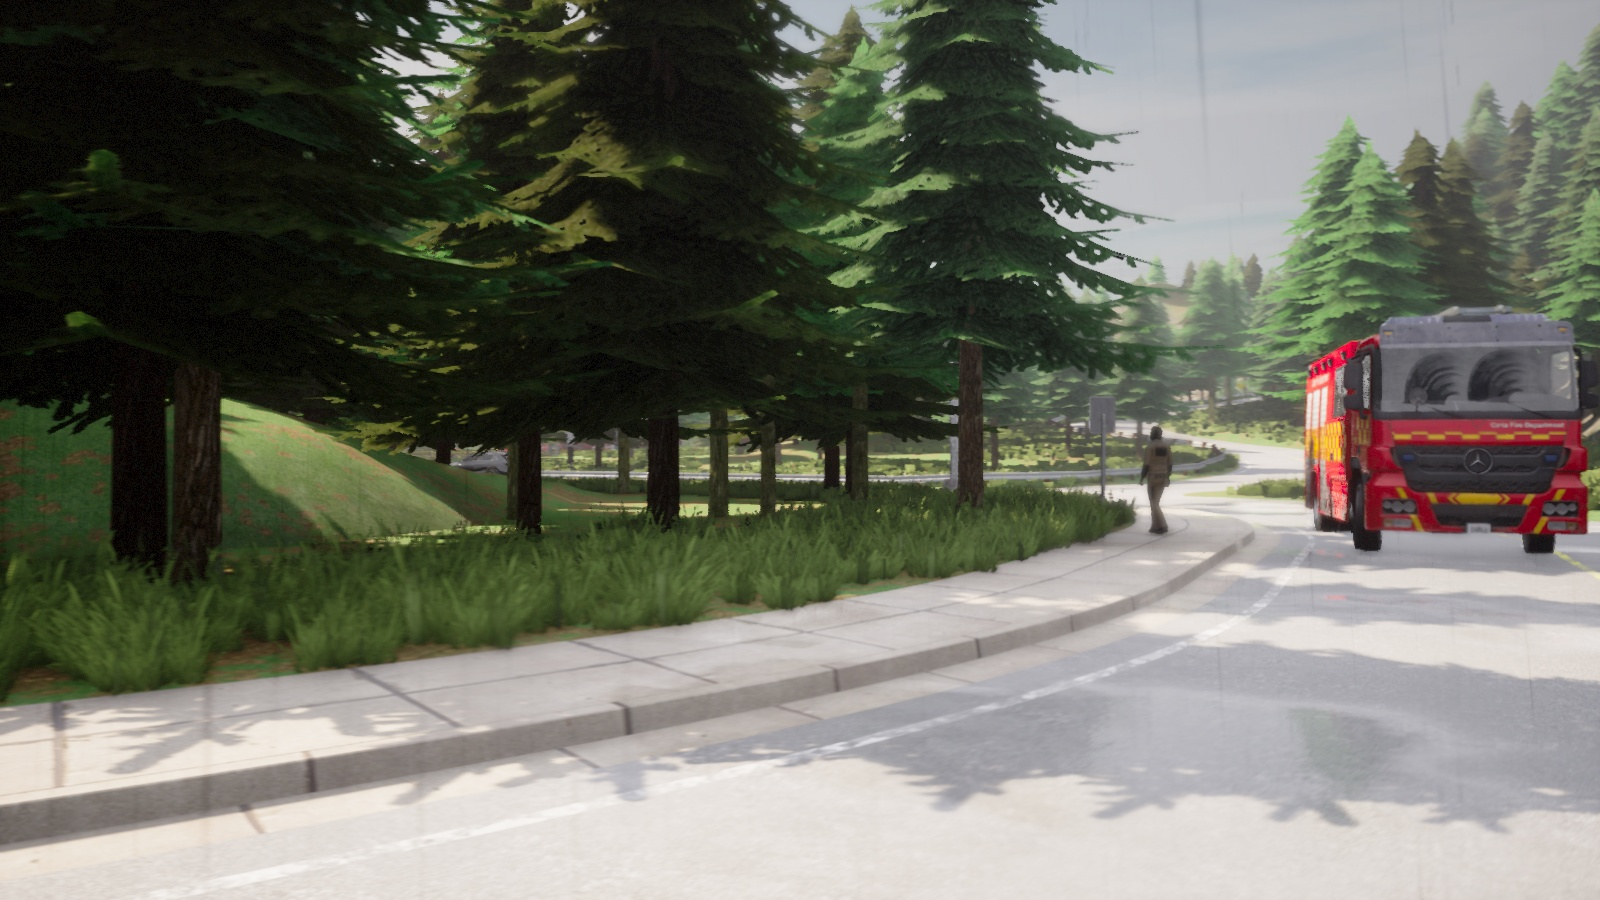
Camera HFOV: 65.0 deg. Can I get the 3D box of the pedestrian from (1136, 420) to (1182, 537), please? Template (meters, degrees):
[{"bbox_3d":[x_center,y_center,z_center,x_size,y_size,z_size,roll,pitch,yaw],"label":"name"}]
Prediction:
[{"bbox_3d":[6.012,0.466,21.047,0.396,1.930,0.692,0,0,-21],"label":"pedestrian"}]

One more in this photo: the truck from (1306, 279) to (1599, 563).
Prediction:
[{"bbox_3d":[10.623,-0.373,21.374,2.891,3.827,8.468,0,0,16],"label":"truck"}]

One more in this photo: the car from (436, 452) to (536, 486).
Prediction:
[{"bbox_3d":[-16.052,0.956,64.116,4.856,1.649,2.033,0,0,29],"label":"car"}]
